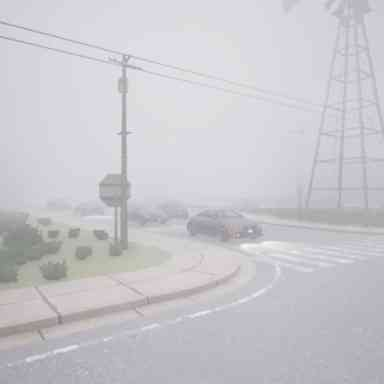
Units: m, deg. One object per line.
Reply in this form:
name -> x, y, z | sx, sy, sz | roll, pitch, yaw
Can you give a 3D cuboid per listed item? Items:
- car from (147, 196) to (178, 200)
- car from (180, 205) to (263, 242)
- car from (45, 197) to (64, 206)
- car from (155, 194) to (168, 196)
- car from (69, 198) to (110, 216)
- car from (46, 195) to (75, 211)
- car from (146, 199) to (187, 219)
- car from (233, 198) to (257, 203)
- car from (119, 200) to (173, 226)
car -> -2.536, 1.500, 35.797 | 4.193, 1.474, 1.816 | 0, 0, -36
car -> 1.494, 1.561, 16.456 | 1.994, 1.385, 4.181 | 0, 0, -34
car -> -23.419, 1.559, 56.462 | 1.994, 1.385, 4.181 | 0, 0, -37
car -> -6.291, 1.301, 62.390 | 4.605, 1.855, 1.932 | 0, 0, -36
car -> -9.928, 1.561, 32.058 | 1.994, 1.385, 4.181 | 0, 0, -37
car -> -16.284, 1.475, 40.678 | 1.882, 1.535, 5.008 | 0, 0, -36
car -> -2.132, 1.560, 27.753 | 1.994, 1.385, 4.181 | 0, 0, -37
car -> 7.138, 1.511, 44.362 | 3.905, 1.438, 1.784 | 0, 0, -36
car -> -3.525, 1.523, 23.444 | 1.812, 1.442, 4.674 | 0, 0, -37
